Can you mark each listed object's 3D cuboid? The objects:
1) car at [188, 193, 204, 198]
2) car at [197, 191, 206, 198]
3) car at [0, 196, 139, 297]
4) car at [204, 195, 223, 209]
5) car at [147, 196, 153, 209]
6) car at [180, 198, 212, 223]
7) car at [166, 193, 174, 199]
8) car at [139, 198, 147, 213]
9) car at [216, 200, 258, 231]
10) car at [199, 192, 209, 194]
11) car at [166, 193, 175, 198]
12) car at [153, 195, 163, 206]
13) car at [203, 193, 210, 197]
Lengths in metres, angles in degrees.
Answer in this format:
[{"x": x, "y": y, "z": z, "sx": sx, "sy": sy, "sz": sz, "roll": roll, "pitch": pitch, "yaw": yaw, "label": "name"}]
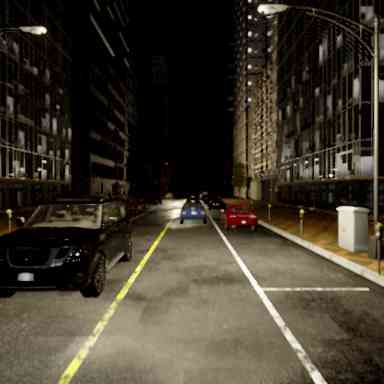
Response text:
[{"x": 0.081, "y": 1.249, "z": 41.585, "sx": 2.033, "sy": 1.411, "sz": 5.357, "roll": 0, "pitch": 0, "yaw": 0, "label": "car"}, {"x": 2.652, "y": 0.587, "z": 93.476, "sx": 2.192, "sy": 1.841, "sz": 5.009, "roll": 0, "pitch": 1, "yaw": 0, "label": "car"}, {"x": -3.004, "y": 1.162, "z": 8.767, "sx": 2.150, "sy": 2.045, "sz": 5.566, "roll": 0, "pitch": 0, "yaw": 0, "label": "car"}, {"x": 2.676, "y": 1.306, "z": 36.558, "sx": 1.947, "sy": 1.339, "sz": 4.313, "roll": 0, "pitch": 0, "yaw": 0, "label": "car"}, {"x": -5.705, "y": 1.321, "z": 36.562, "sx": 1.802, "sy": 1.307, "sz": 4.206, "roll": 0, "pitch": 0, "yaw": 0, "label": "car"}, {"x": 0.091, "y": 1.382, "z": 23.920, "sx": 2.033, "sy": 1.411, "sz": 5.357, "roll": 0, "pitch": 0, "yaw": 0, "label": "car"}, {"x": -5.725, "y": 0.898, "z": 81.931, "sx": 1.752, "sy": 1.417, "sz": 4.829, "roll": 0, "pitch": 0, "yaw": 0, "label": "car"}, {"x": -5.702, "y": 1.327, "z": 30.868, "sx": 1.887, "sy": 1.381, "sz": 4.507, "roll": 0, "pitch": 0, "yaw": 0, "label": "car"}, {"x": 2.683, "y": 1.412, "z": 19.481, "sx": 1.887, "sy": 1.381, "sz": 4.507, "roll": 0, "pitch": 0, "yaw": 0, "label": "car"}, {"x": 2.666, "y": 1.128, "z": 59.326, "sx": 1.947, "sy": 1.339, "sz": 4.313, "roll": 0, "pitch": 0, "yaw": 0, "label": "car"}, {"x": -5.728, "y": 0.872, "z": 87.794, "sx": 2.008, "sy": 1.369, "sz": 4.403, "roll": 0, "pitch": 0, "yaw": 0, "label": "car"}, {"x": -5.710, "y": 1.196, "z": 47.946, "sx": 1.887, "sy": 1.381, "sz": 4.507, "roll": 0, "pitch": 0, "yaw": 0, "label": "car"}, {"x": 2.671, "y": 1.218, "z": 47.942, "sx": 1.947, "sy": 1.339, "sz": 4.313, "roll": 0, "pitch": 0, "yaw": 0, "label": "car"}]
